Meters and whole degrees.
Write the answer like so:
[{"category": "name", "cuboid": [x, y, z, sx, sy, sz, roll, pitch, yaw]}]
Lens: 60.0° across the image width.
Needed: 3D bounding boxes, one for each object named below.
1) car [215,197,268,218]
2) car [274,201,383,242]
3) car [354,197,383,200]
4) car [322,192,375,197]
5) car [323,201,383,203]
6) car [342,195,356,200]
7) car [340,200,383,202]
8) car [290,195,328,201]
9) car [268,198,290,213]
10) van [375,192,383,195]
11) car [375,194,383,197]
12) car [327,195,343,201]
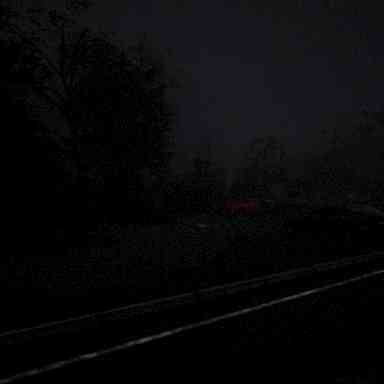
[{"category": "car", "cuboid": [4.005, 1.229, 29.354, 2.185, 1.767, 4.553, 0, 0, -35]}, {"category": "car", "cuboid": [6.624, 1.393, 15.885, 2.163, 1.488, 4.792, 0, 0, -35]}, {"category": "car", "cuboid": [13.465, 1.350, 20.897, 1.946, 1.575, 5.366, 0, 0, -35]}, {"category": "car", "cuboid": [17.752, 1.084, 39.041, 2.435, 2.045, 5.566, 0, 0, -35]}, {"category": "car", "cuboid": [8.951, 1.400, 17.492, 2.002, 1.452, 4.674, 0, 0, -35]}, {"category": "car", "cuboid": [15.445, 1.368, 37.414, 2.163, 1.488, 4.792, 0, 0, -35]}, {"category": "car", "cuboid": [11.260, 1.396, 19.119, 2.002, 1.452, 4.674, 0, 0, -35]}, {"category": "car", "cuboid": [10.909, 1.346, 34.264, 2.231, 1.521, 4.892, 0, 0, -35]}, {"category": "car", "cuboid": [6.197, 1.352, 30.930, 2.097, 1.535, 5.008, 0, 0, -35]}, {"category": "van", "cuboid": [24.845, 1.027, 43.925, 1.878, 1.987, 4.442, -1, 1, -35]}, {"category": "car", "cuboid": [20.057, 1.328, 40.692, 2.097, 1.535, 5.008, 0, 0, -35]}, {"category": "car", "cuboid": [13.136, 1.371, 35.788, 2.163, 1.488, 4.792, 0, 0, -35]}]
